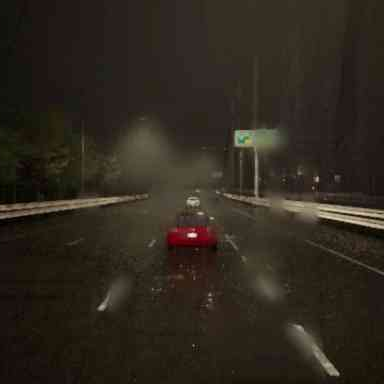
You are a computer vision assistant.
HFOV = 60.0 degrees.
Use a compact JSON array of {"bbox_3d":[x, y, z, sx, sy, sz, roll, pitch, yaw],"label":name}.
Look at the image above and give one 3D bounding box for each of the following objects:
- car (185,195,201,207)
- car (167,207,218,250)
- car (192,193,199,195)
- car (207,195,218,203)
[{"bbox_3d":[0.157,1.451,44.206,1.812,1.442,4.674,0,0,0],"label":"car"},{"bbox_3d":[0.012,1.556,14.220,1.994,1.385,4.181,0,0,0],"label":"car"},{"bbox_3d":[0.341,1.386,62.733,2.033,1.411,5.357,0,0,1],"label":"car"},{"bbox_3d":[3.940,1.327,62.634,2.128,1.511,4.902,0,0,1],"label":"car"}]
